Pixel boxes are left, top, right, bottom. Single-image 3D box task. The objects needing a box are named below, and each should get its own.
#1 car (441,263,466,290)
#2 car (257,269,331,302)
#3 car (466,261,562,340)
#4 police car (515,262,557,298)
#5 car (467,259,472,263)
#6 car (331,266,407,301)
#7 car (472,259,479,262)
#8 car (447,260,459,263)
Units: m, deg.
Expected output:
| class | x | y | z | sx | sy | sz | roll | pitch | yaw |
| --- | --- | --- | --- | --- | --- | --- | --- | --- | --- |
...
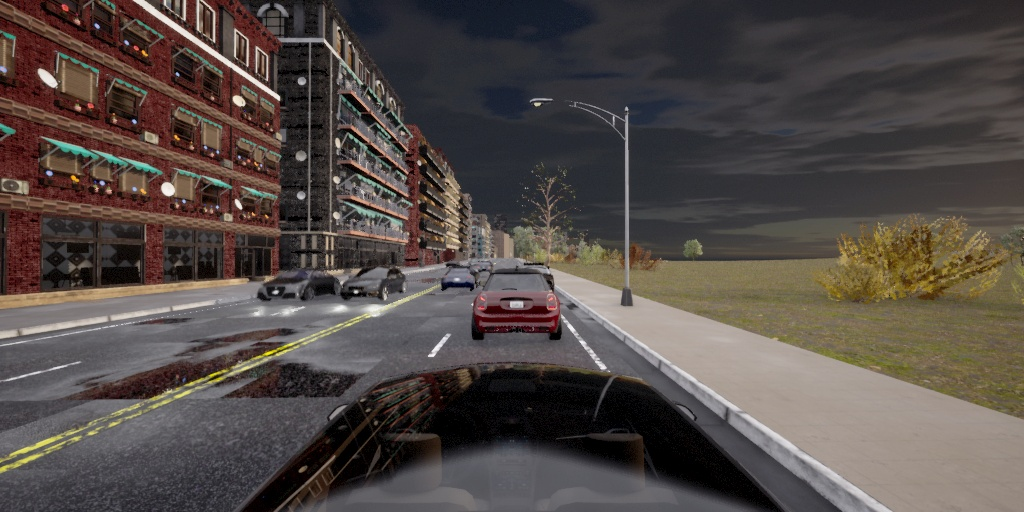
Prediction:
| class | x | y | z | sx | sy | sz | roll | pitch | yaw |
| --- | --- | --- | --- | --- | --- | --- | --- | --- | --- |
| car | -3.108 | 1.316 | 22.295 | 1.994 | 1.385 | 4.181 | 0 | 0 | 0 |
| car | -9.820 | 1.316 | 16.887 | 1.994 | 1.385 | 4.181 | 0 | 0 | 0 |
| car | 0.112 | 1.103 | 10.126 | 2.097 | 1.767 | 4.553 | 0 | 0 | 0 |
| police car | 1.173 | 1.178 | 19.622 | 1.930 | 1.638 | 5.238 | 0 | 0 | 0 |
| car | -6.452 | 1.243 | 61.215 | 2.128 | 1.511 | 4.902 | 0 | 0 | 0 |
| car | -6.570 | 1.257 | 17.528 | 1.837 | 1.490 | 4.892 | 0 | 0 | 0 |
| car | -3.062 | 1.299 | 41.569 | 2.033 | 1.411 | 5.357 | 0 | 0 | 0 |
| car | -9.715 | 1.351 | 58.956 | 1.895 | 1.301 | 4.718 | 0 | 0 | 0 |
